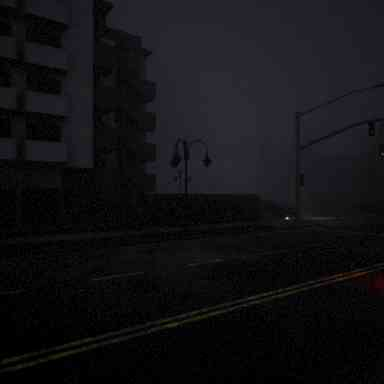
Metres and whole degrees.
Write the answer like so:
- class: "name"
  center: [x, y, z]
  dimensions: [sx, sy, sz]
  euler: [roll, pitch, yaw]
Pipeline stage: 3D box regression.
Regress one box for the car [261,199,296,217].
- class: "car"
  center: [7.834, 1.478, 32.203]
  dimensions: [1.882, 1.535, 5.008]
  euler: [0, 0, -38]
